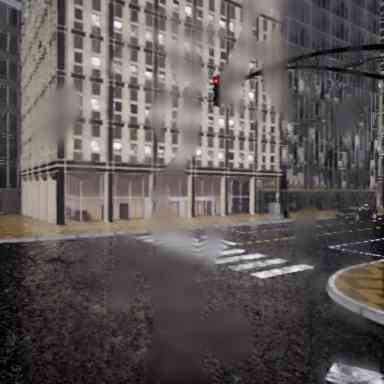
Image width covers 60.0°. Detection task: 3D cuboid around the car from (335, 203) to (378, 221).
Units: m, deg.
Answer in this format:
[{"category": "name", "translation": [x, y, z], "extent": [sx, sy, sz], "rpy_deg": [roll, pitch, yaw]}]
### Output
[{"category": "car", "translation": [13.856, 1.648, 27.951], "extent": [4.403, 1.369, 2.008], "rpy_deg": [0, 1, -33]}]
